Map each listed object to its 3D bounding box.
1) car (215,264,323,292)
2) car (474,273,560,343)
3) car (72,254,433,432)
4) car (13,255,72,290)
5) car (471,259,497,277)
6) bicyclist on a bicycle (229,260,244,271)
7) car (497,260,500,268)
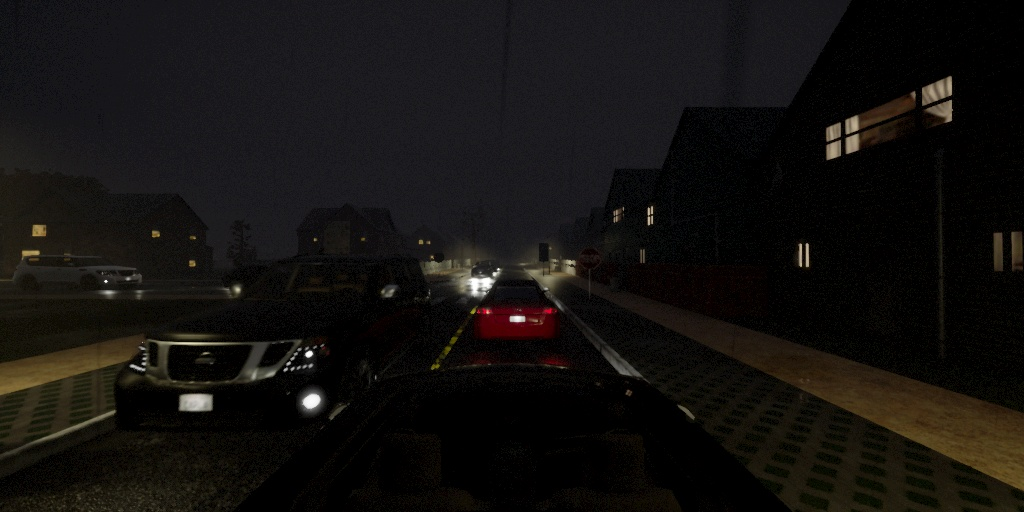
[{"bbox_3d":[-13.828,1.243,20.609,4.892,1.490,1.837,0,-1,-1],"label":"car"},{"bbox_3d":[0.092,1.316,9.660,1.994,1.385,4.181,0,0,-1],"label":"car"},{"bbox_3d":[-2.857,0.972,6.001,2.150,2.045,5.566,0,0,0],"label":"car"},{"bbox_3d":[-24.720,0.953,20.506,5.566,2.045,2.150,0,-1,0],"label":"car"},{"bbox_3d":[-2.903,1.253,35.500,2.128,1.511,4.902,0,0,0],"label":"car"},{"bbox_3d":[-20.251,1.101,26.399,0.582,1.620,1.656,0,0,-1],"label":"bicyclist on a bicycle"},{"bbox_3d":[-2.913,1.245,45.405,1.882,1.535,5.008,0,0,0],"label":"car"}]
